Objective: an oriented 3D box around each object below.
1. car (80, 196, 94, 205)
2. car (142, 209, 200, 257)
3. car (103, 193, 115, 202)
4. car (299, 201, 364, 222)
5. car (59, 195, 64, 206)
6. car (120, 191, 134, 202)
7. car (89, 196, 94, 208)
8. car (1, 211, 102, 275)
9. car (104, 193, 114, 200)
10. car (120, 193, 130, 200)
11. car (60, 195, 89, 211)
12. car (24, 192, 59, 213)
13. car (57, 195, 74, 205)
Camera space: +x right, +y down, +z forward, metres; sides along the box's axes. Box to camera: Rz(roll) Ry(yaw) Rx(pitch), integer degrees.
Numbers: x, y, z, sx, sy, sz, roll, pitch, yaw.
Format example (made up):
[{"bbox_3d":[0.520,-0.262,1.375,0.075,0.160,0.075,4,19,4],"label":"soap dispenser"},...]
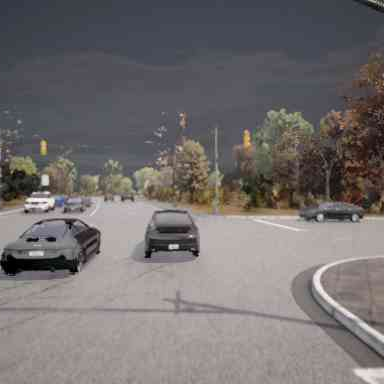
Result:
[{"bbox_3d":[-16.565,1.284,52.735,1.895,1.301,4.718,0,0,-15],"label":"car"},{"bbox_3d":[-0.820,1.431,12.741,1.837,1.490,4.892,0,0,-6],"label":"car"},{"bbox_3d":[-15.834,1.149,63.669,1.837,1.490,4.892,0,0,-15],"label":"car"},{"bbox_3d":[10.523,1.473,25.143,4.892,1.490,1.837,1,0,-11],"label":"car"},{"bbox_3d":[-17.834,1.211,43.709,1.882,1.535,5.008,0,0,-14],"label":"car"},{"bbox_3d":[-12.458,0.855,64.591,2.150,2.045,5.566,0,0,-15],"label":"car"},{"bbox_3d":[-14.012,1.236,42.846,1.837,1.490,4.892,0,0,-14],"label":"car"},{"bbox_3d":[-4.114,1.513,10.424,1.994,1.385,4.181,0,0,-5],"label":"car"},{"bbox_3d":[-18.478,1.043,73.741,2.128,1.511,4.902,0,0,-14],"label":"car"},{"bbox_3d":[-15.090,1.006,74.619,1.837,1.490,4.892,0,0,-14],"label":"car"},{"bbox_3d":[-11.843,1.317,33.849,1.812,1.442,4.674,0,0,-13],"label":"car"},{"bbox_3d":[-15.497,1.018,34.109,2.150,2.045,5.566,0,0,-14],"label":"car"},{"bbox_3d":[-20.500,1.236,53.923,2.033,1.411,5.357,0,0,-15],"label":"car"}]
